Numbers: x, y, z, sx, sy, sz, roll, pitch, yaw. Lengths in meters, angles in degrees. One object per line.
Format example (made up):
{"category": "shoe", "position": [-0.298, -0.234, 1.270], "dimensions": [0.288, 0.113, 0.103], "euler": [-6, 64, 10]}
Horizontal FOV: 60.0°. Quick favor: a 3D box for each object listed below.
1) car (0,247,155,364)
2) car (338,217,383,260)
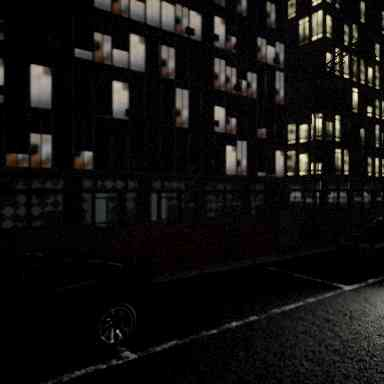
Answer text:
{"category": "car", "position": [-2.592, 1.560, 4.711], "dimensions": [4.313, 1.339, 1.947], "euler": [0, 0, -35]}
{"category": "car", "position": [6.698, 1.519, 11.287], "dimensions": [4.206, 1.307, 1.802], "euler": [0, 1, -35]}
